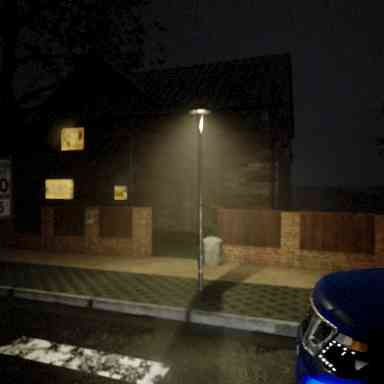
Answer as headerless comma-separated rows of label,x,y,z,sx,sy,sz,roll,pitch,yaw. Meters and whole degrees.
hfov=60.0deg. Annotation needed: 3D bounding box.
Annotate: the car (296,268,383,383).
car,3.676,1.181,2.450,5.566,2.045,2.150,0,0,20
